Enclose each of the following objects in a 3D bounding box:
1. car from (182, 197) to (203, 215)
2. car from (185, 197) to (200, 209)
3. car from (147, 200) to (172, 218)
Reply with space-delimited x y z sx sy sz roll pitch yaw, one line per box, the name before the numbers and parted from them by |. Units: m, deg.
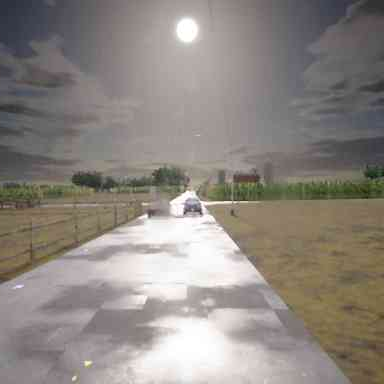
car | 0.081 1.527 34.369 1.812 1.442 4.674 0 0 0
car | 0.061 1.471 46.022 1.882 1.535 5.008 0 0 0
car | -2.848 1.482 30.042 1.882 1.535 5.008 0 0 0
